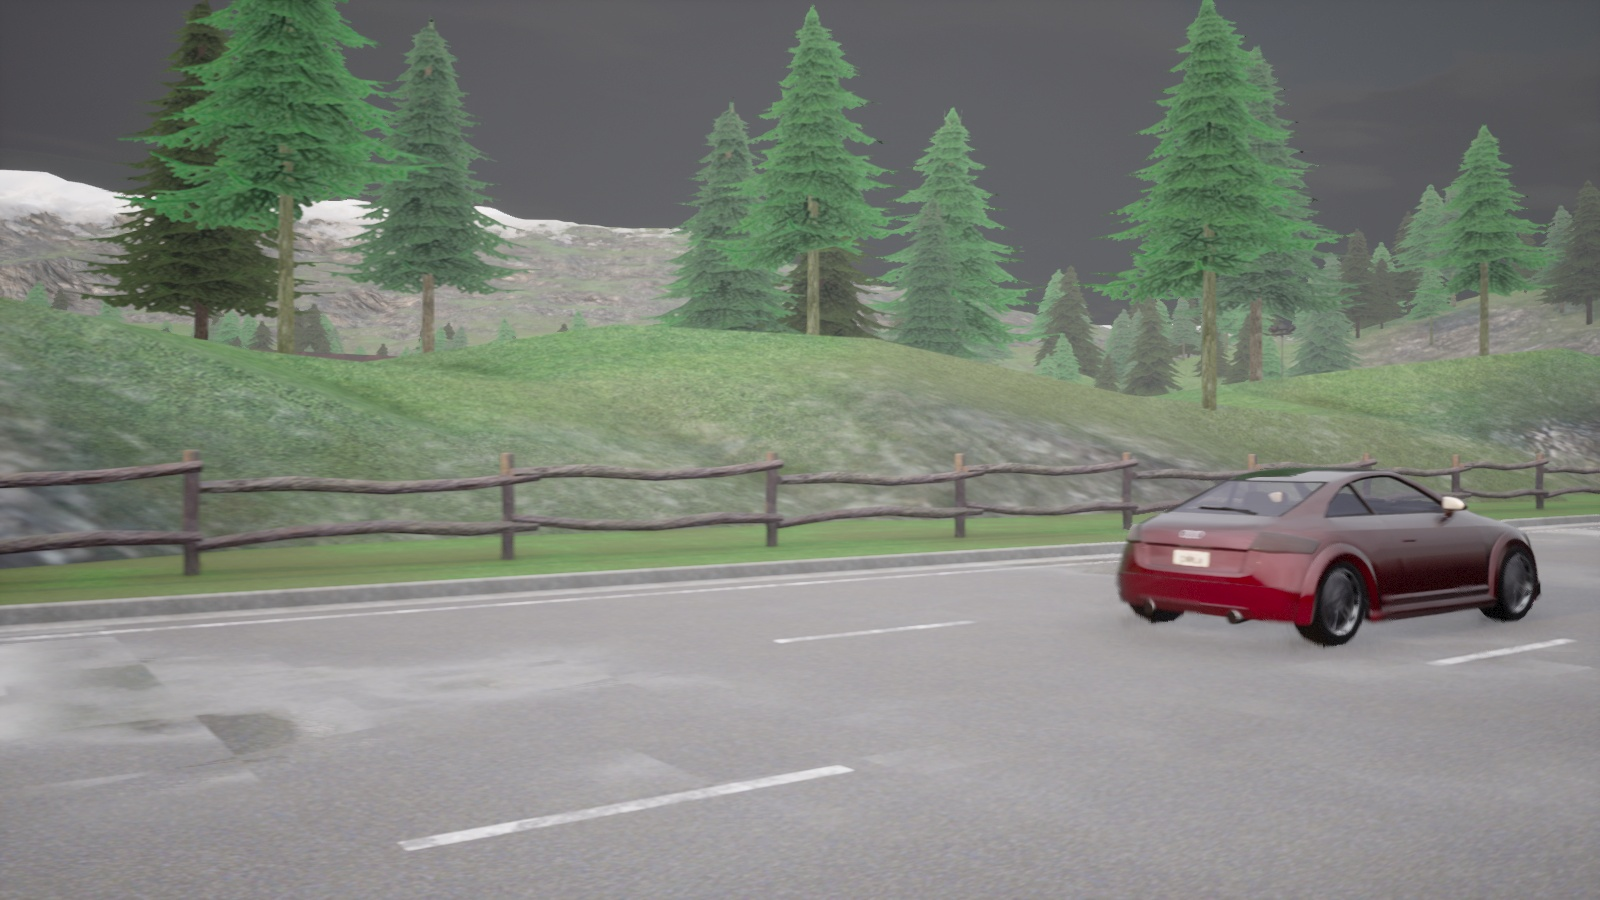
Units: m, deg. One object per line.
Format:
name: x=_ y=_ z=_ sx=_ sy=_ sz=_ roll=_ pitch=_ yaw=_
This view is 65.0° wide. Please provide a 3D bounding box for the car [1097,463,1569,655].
car: x=4.870 y=0.827 z=11.313 sx=4.181 sy=1.385 sz=1.994 roll=0 pitch=0 yaw=-35
